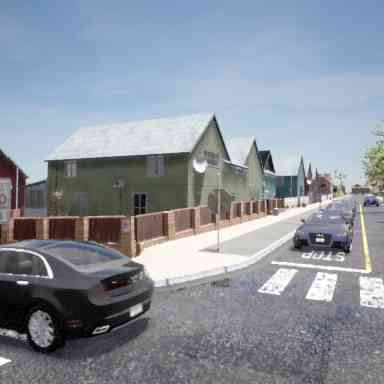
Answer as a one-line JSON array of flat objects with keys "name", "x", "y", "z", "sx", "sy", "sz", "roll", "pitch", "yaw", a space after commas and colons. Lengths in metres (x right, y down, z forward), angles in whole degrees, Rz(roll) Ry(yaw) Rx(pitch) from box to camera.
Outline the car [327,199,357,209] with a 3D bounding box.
[{"name": "car", "x": 9.711, "y": 1.498, "z": 22.079, "sx": 2.128, "sy": 1.511, "sz": 4.902, "roll": 0, "pitch": 0, "yaw": 27}]

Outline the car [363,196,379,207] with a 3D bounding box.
[{"name": "car", "x": 28.094, "y": 1.361, "z": 52.206, "sx": 2.097, "sy": 1.767, "sz": 4.553, "roll": 0, "pitch": 0, "yaw": 27}]

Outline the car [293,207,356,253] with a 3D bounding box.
[{"name": "car", "x": 5.579, "y": 1.568, "z": 13.881, "sx": 1.994, "sy": 1.385, "sz": 4.181, "roll": 0, "pitch": 0, "yaw": 27}]

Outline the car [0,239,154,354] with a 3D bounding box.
[{"name": "car", "x": -3.041, "y": 1.666, "z": 6.280, "sx": 4.892, "sy": 1.490, "sz": 1.837, "roll": -2, "pitch": -2, "yaw": 26}]
